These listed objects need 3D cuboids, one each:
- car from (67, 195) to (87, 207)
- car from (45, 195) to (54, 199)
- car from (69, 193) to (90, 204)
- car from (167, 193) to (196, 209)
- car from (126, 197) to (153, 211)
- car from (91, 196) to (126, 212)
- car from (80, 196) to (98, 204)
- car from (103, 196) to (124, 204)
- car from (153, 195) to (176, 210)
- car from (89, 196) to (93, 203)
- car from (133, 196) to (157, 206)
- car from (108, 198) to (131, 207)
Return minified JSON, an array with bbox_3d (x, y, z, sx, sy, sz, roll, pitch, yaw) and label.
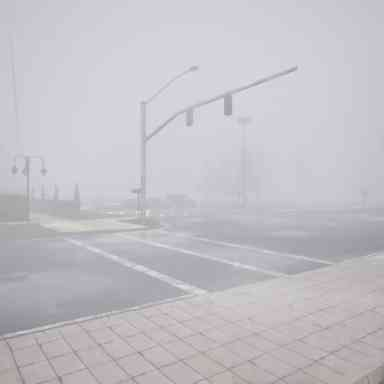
[{"bbox_3d":[-18.106,1.601,50.780,1.895,1.301,4.718,0,0,-36],"label":"car"},{"bbox_3d":[-27.150,1.381,63.326,1.837,1.490,4.892,0,0,-36],"label":"car"},{"bbox_3d":[-21.225,1.222,61.080,2.150,2.045,5.566,0,0,-36],"label":"car"},{"bbox_3d":[-1.691,1.221,46.092,2.150,2.045,5.566,0,0,-36],"label":"car"},{"bbox_3d":[-7.456,1.547,42.116,2.033,1.411,5.357,0,0,-36],"label":"car"},{"bbox_3d":[-10.037,1.526,39.719,1.812,1.442,4.674,0,0,-36],"label":"car"},{"bbox_3d":[-20.545,1.499,66.150,1.837,1.490,4.892,0,0,-36],"label":"car"},{"bbox_3d":[-15.388,1.548,64.978,2.033,1.411,5.357,0,0,-36],"label":"car"},{"bbox_3d":[-4.510,1.505,44.014,1.837,1.490,4.892,0,0,-36],"label":"car"},{"bbox_3d":[-13.362,1.505,50.214,1.837,1.490,4.892,0,0,-36],"label":"car"},{"bbox_3d":[-7.676,1.505,54.301,1.837,1.490,4.892,0,0,-36],"label":"car"},{"bbox_3d":[-11.805,1.601,54.018,1.895,1.301,4.718,0,0,-36],"label":"car"}]
